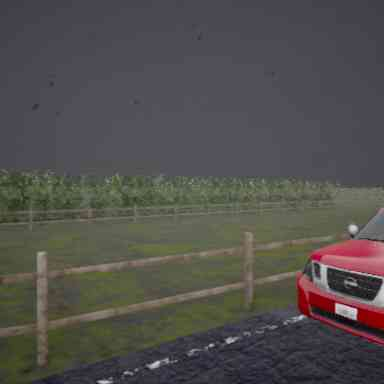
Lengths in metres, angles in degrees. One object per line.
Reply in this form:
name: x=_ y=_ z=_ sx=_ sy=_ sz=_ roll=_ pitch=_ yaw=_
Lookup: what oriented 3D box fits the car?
car: x=4.343 y=1.197 z=5.824 sx=5.566 sy=2.045 sz=2.150 roll=0 pitch=0 yaw=-32
